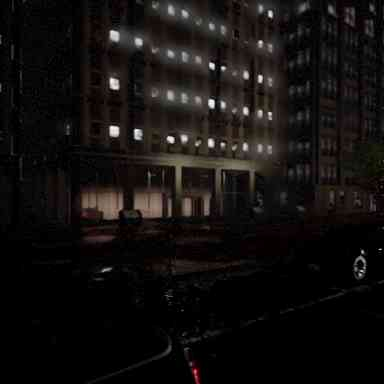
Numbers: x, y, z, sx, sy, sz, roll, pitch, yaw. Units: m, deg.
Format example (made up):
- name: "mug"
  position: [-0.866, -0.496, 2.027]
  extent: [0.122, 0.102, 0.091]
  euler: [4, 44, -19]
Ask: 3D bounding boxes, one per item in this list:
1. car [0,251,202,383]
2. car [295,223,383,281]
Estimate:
- name: "car"
  position: [-2.114, 1.346, 1.827]
  extent: [4.553, 1.767, 2.097]
  euler: [1, 0, -35]
- name: "car"
  position: [5.026, 1.646, 10.147]
  extent: [4.313, 1.339, 1.947]
  euler: [1, 0, -35]
